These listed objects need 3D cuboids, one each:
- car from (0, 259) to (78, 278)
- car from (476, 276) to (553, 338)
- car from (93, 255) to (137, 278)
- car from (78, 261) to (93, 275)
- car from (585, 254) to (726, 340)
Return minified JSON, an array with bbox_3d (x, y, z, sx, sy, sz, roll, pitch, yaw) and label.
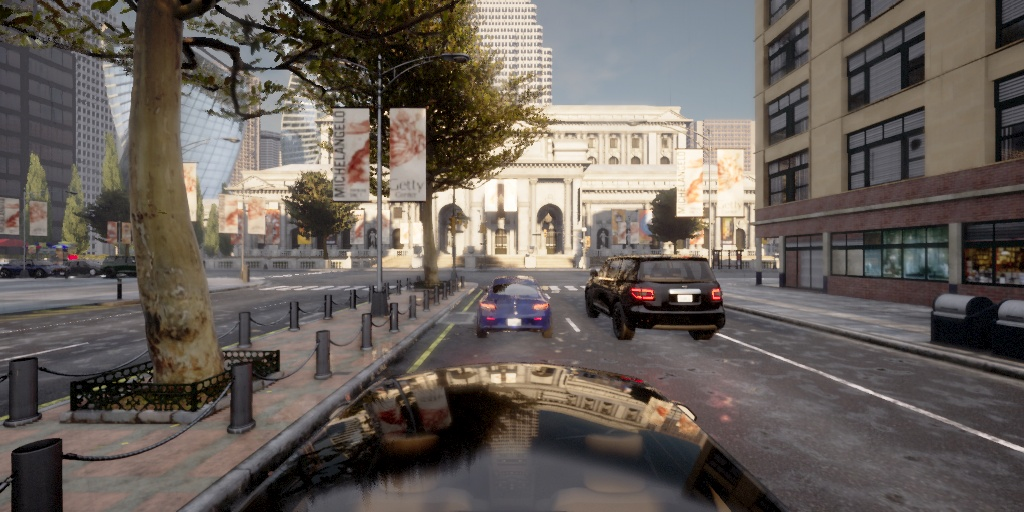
[{"bbox_3d":[-45.075,1.102,34.076,4.553,1.767,2.097,0,0,-2],"label":"car"},{"bbox_3d":[0.074,1.276,10.089,1.812,1.442,4.674,0,0,0],"label":"car"},{"bbox_3d":[-35.664,0.971,34.155,5.566,2.045,2.150,0,0,0],"label":"car"},{"bbox_3d":[-44.446,1.255,37.599,4.892,1.490,1.837,0,0,-1],"label":"car"},{"bbox_3d":[3.580,0.971,10.099,2.150,2.045,5.566,0,0,0],"label":"car"}]
